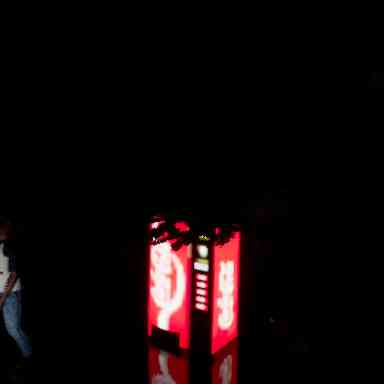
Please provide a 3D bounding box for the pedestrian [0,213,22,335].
[{"bbox_3d":[-2.080,1.080,3.640,0.375,1.860,0.375,2,1,35],"label":"pedestrian"}]

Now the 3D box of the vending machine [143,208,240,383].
[{"bbox_3d":[0.024,1.335,4.815,0.880,2.100,1.100,2,1,35],"label":"vending machine"}]
